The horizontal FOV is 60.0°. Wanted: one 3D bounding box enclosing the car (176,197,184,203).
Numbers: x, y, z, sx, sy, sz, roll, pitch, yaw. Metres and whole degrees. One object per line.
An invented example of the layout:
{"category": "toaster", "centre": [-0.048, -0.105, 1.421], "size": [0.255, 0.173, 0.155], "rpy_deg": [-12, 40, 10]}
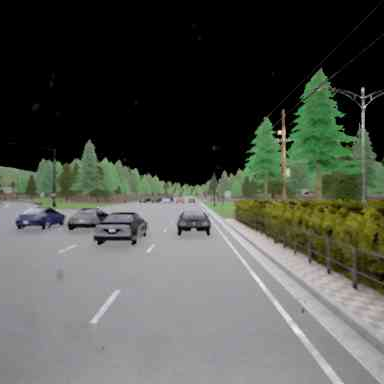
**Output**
{"category": "car", "centre": [-3.466, 2.321, 95.104], "size": [2.097, 1.767, 4.553], "rpy_deg": [0, -1, 0]}

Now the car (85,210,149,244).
{"category": "car", "centre": [-3.394, 1.719, 16.661], "size": [2.033, 1.411, 5.357], "rpy_deg": [0, -1, 0]}

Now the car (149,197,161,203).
{"category": "car", "centre": [-10.466, 2.486, 94.718], "size": [1.812, 1.442, 4.674], "rpy_deg": [0, -1, 0]}

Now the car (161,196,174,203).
{"category": "car", "centre": [-6.967, 2.480, 94.300], "size": [1.812, 1.442, 4.674], "rpy_deg": [0, -1, 0]}

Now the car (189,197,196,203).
{"category": "car", "centre": [0.034, 2.518, 95.130], "size": [1.994, 1.385, 4.181], "rpy_deg": [0, -1, 0]}

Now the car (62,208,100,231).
{"category": "car", "centre": [-6.891, 1.798, 22.742], "size": [1.994, 1.385, 4.181], "rpy_deg": [0, -1, 0]}

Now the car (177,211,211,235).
{"category": "car", "centre": [0.107, 1.811, 20.521], "size": [1.895, 1.301, 4.718], "rpy_deg": [0, -1, 0]}

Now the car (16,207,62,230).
{"category": "car", "centre": [-10.391, 1.763, 23.076], "size": [1.812, 1.442, 4.674], "rpy_deg": [0, -1, 0]}
